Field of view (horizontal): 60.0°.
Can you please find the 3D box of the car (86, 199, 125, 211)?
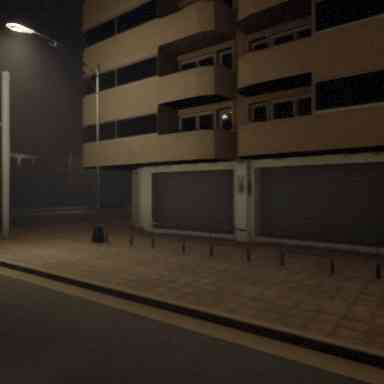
[{"bbox_3d":[-10.717,1.597,41.389,1.895,1.301,4.718,0,0,36],"label":"car"}]
